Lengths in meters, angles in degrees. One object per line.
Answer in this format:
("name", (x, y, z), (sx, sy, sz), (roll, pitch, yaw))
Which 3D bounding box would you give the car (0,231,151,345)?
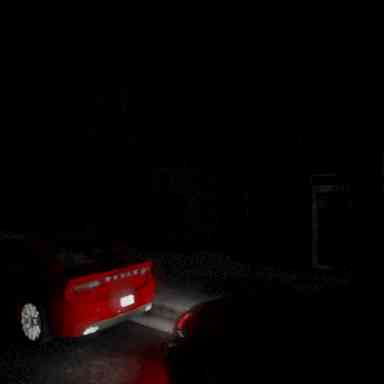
("car", (-2.994, 1.508, 6.516), (5.008, 1.535, 1.882), (0, 0, 36))

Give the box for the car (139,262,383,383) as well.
("car", (1.876, 1.544, 3.010), (4.674, 1.442, 1.812), (0, 0, 36))
